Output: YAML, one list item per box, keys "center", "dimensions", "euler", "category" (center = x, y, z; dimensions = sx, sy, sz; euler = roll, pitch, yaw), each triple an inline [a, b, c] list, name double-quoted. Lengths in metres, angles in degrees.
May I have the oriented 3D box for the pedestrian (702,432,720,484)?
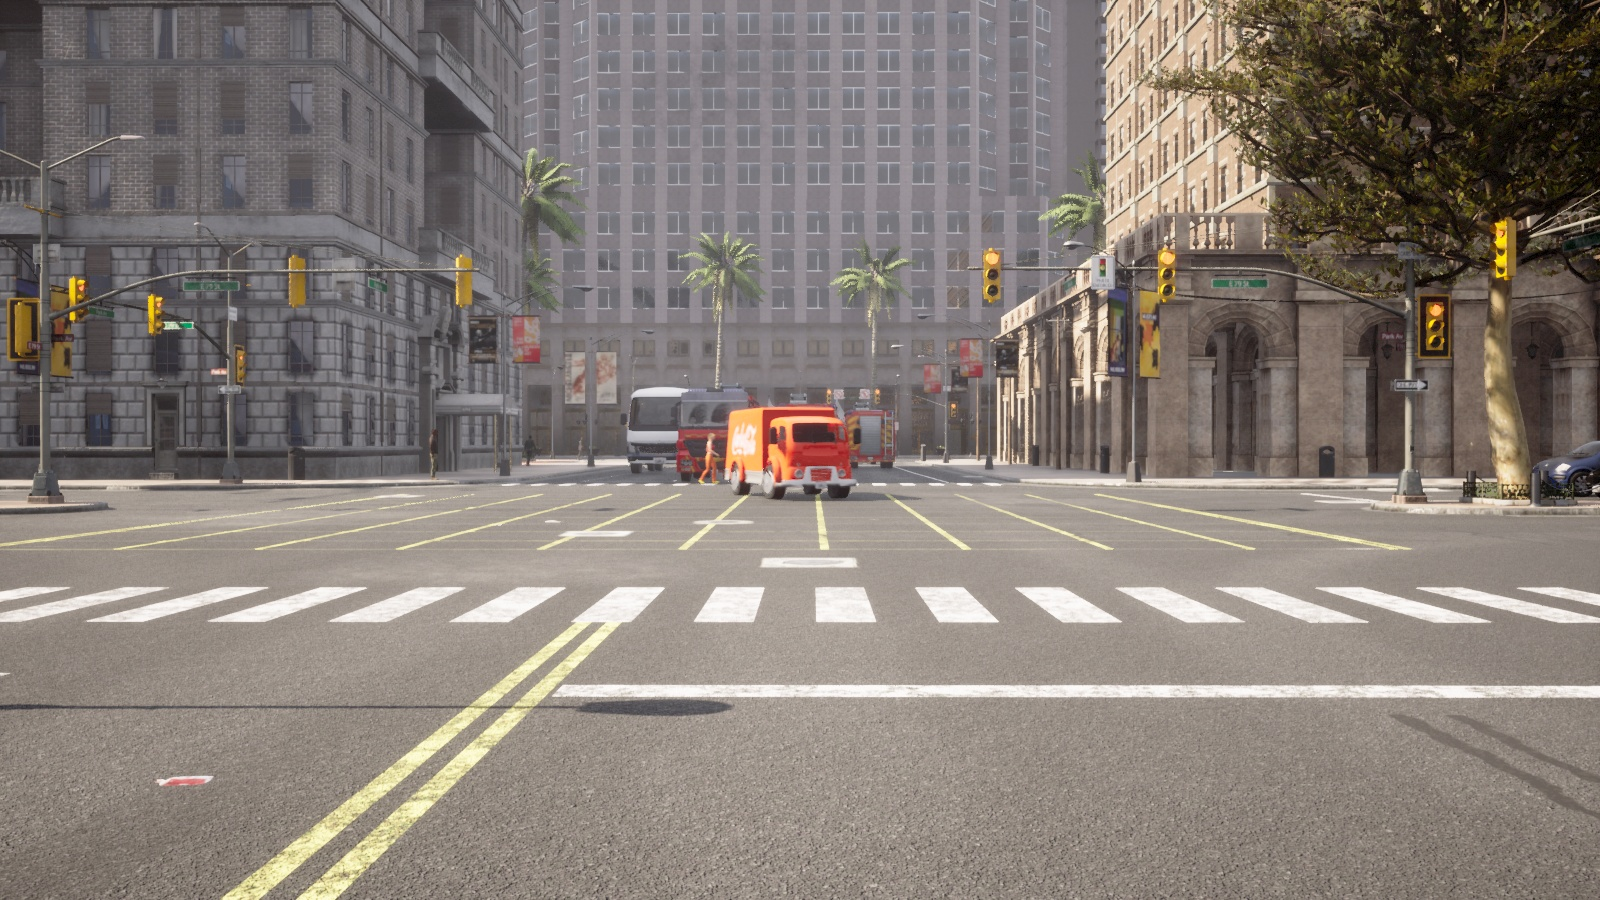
- center: [-3.168, 0.281, 44.696]
  dimensions: [0.594, 1.836, 0.345]
  euler: [0, 0, 9]
  category: "pedestrian"

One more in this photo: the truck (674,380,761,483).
- center: [-3.188, -0.707, 50.807]
  dimensions: [2.891, 3.827, 8.468]
  euler: [0, 0, 0]
  category: "truck"

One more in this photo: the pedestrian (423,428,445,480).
- center: [-13.169, 0.137, 45.204]
  dimensions: [0.703, 1.840, 0.431]
  euler: [0, 0, -5]
  category: "pedestrian"

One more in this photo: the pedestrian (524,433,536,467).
- center: [-15.539, -0.017, 72.203]
  dimensions: [0.423, 1.949, 0.788]
  euler: [0, 0, 9]
  category: "pedestrian"

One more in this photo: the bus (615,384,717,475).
- center: [-6.602, -0.996, 63.851]
  dimensions: [3.944, 4.253, 10.273]
  euler: [0, 0, 1]
  category: "bus"

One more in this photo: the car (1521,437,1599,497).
- center: [22.559, 0.466, 34.883]
  dimensions: [3.988, 1.617, 1.851]
  euler: [0, 0, 1]
  category: "car"

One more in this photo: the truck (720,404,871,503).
- center: [-0.245, 0.064, 34.461]
  dimensions: [2.627, 2.467, 5.204]
  euler: [0, 0, -18]
  category: "truck"

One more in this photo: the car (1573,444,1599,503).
- center: [22.365, 0.587, 31.353]
  dimensions: [4.792, 1.488, 2.163]
  euler: [0, 0, 2]
  category: "car"

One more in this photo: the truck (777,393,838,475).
- center: [0.391, -0.775, 63.232]
  dimensions: [2.891, 3.827, 8.468]
  euler: [0, 0, 0]
  category: "truck"

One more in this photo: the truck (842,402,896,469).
- center: [4.085, -0.844, 76.003]
  dimensions: [2.891, 3.827, 8.468]
  euler: [0, 0, 1]
  category: "truck"
